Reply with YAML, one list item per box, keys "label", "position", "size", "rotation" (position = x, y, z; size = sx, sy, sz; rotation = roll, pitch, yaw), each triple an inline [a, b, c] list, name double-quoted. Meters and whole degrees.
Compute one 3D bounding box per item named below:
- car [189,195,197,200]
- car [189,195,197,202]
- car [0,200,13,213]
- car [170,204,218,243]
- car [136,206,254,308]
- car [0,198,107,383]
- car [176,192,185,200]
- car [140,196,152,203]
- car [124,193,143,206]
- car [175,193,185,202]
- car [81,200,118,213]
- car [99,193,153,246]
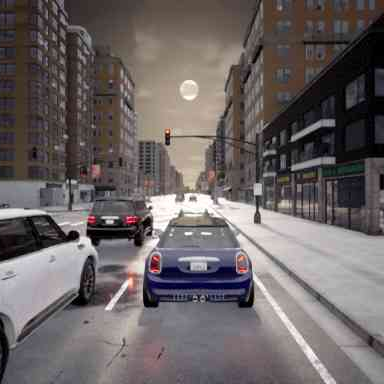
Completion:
- label: "car"
  position: [0.277, 1.478, 88.172]
  size: [1.994, 1.385, 4.181]
  rotation: [0, 0, 0]
- label: "car"
  position: [0.246, 1.552, 78.164]
  size: [1.812, 1.442, 4.674]
  rotation: [0, 0, 0]
- label: "car"
  position: [-22.038, 1.589, 35.999]
  size: [4.313, 1.339, 1.947]
  rotation: [0, 0, 0]
- label: "car"
  position: [0.108, 1.491, 17.160]
  size: [2.128, 1.511, 4.902]
  rotation: [0, 0, 1]
- label: "car"
  position: [0.122, 1.351, 8.092]
  size: [2.097, 1.767, 4.553]
  rotation: [0, 0, 0]
- label: "car"
  position: [-3.142, 1.221, 4.933]
  size: [2.150, 2.045, 5.566]
  rotation: [0, 0, 1]
- label: "car"
  position: [-2.973, 1.150, 88.212]
  size: [2.150, 2.045, 5.566]
  rotation: [0, 0, 0]
- label: "car"
  position: [-9.534, 1.546, 69.106]
  size: [1.812, 1.442, 4.674]
  rotation: [0, 0, 0]
- label: "car"
  position: [-9.668, 1.234, 55.422]
  size: [2.150, 2.045, 5.566]
  rotation: [0, 0, 0]
- label: "car"
  position: [-3.005, 1.567, 77.760]
  size: [2.033, 1.411, 5.357]
  rotation: [0, 0, 0]
- label: "car"
  position: [-10.582, 1.606, 38.449]
  size: [1.895, 1.301, 4.718]
  rotation: [0, 0, 15]
- label: "car"
  position: [-3.105, 1.221, 15.286]
  size: [2.150, 2.045, 5.566]
  rotation: [0, 0, 0]
